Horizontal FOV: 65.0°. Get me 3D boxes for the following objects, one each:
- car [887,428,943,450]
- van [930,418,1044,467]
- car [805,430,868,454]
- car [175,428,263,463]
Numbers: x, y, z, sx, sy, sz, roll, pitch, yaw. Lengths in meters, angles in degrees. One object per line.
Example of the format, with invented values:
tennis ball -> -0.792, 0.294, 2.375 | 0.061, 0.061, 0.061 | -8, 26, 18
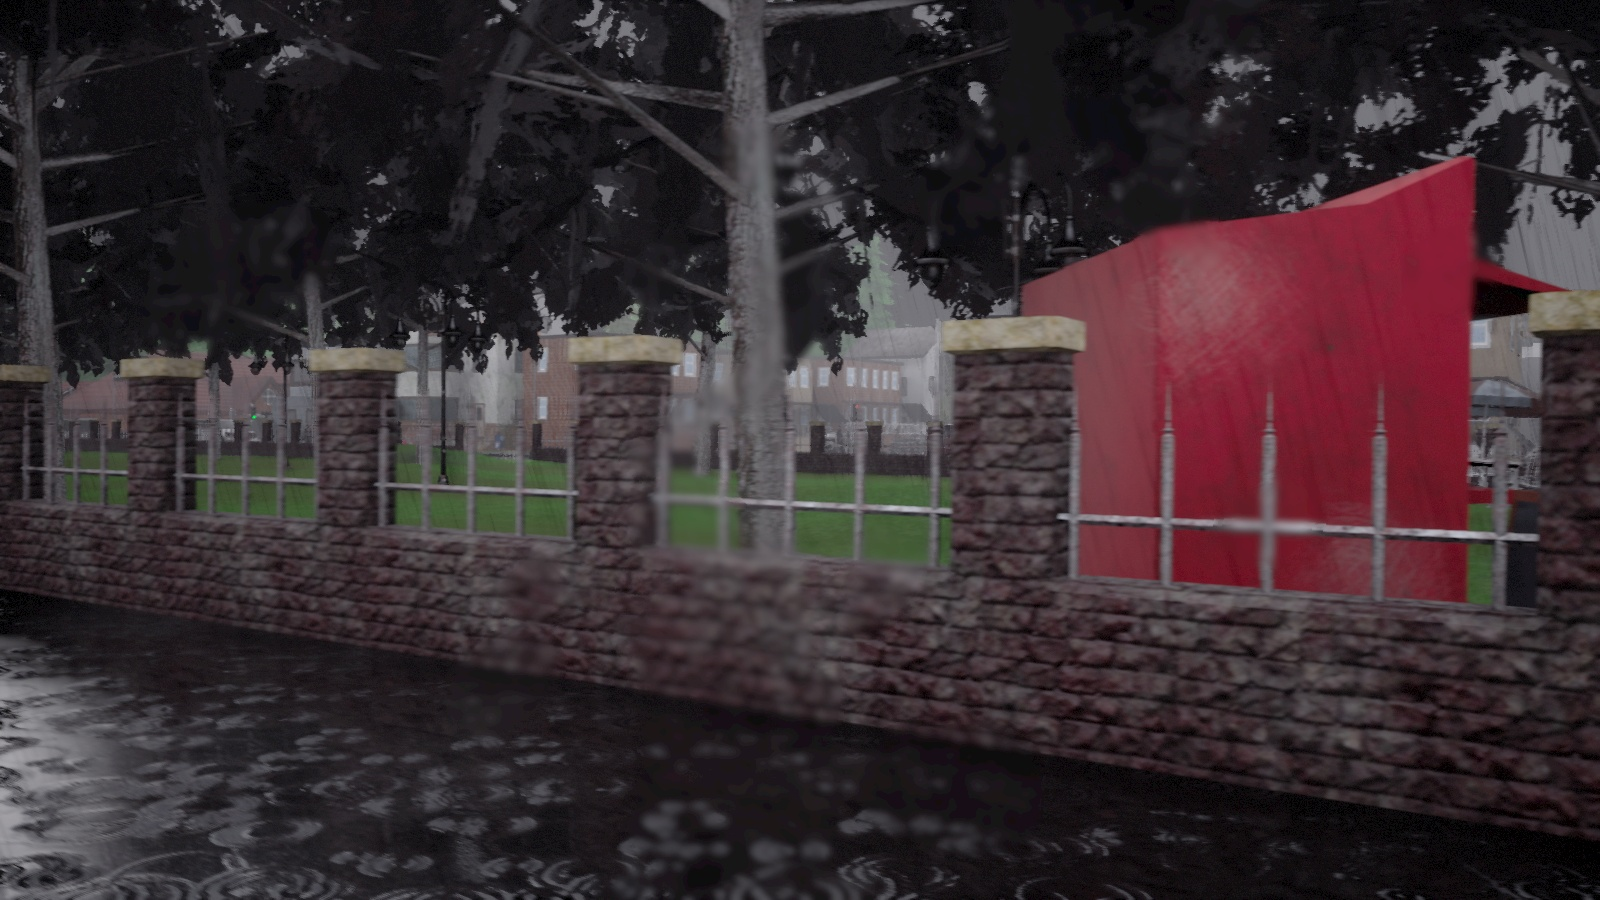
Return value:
car -> 8.863, -0.886, 96.390 | 2.152, 1.651, 5.027 | 0, 1, 34
van -> 7.908, -0.315, 53.304 | 4.442, 1.987, 1.775 | 0, 1, 34
car -> 2.562, -0.547, 86.938 | 2.033, 1.649, 4.856 | 0, 0, 34
car -> -35.939, -0.284, 77.624 | 5.566, 2.045, 2.150 | 0, 1, 31
